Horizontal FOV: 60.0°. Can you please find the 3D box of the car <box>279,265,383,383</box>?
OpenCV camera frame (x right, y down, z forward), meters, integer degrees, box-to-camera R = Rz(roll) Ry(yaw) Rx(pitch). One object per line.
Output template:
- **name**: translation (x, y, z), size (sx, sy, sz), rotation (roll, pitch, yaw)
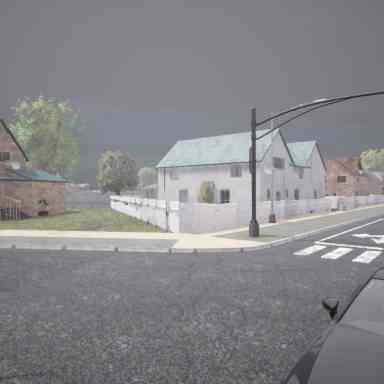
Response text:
- **car**: translation (2.506, 1.524, 3.367), size (1.812, 1.442, 4.674), rotation (0, 0, 41)
